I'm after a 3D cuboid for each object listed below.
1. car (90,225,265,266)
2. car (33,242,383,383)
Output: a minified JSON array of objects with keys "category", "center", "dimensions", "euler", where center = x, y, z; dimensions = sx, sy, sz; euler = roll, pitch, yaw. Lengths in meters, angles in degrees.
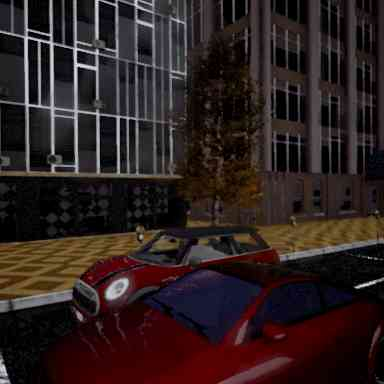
[{"category":"car","center":[-0.156,1.435,6.429],"dimensions":[4.097,1.590,1.967],"euler":[0,0,-35]},{"category":"car","center":[0.519,1.560,3.730],"dimensions":[4.181,1.385,1.994],"euler":[0,0,-35]}]
